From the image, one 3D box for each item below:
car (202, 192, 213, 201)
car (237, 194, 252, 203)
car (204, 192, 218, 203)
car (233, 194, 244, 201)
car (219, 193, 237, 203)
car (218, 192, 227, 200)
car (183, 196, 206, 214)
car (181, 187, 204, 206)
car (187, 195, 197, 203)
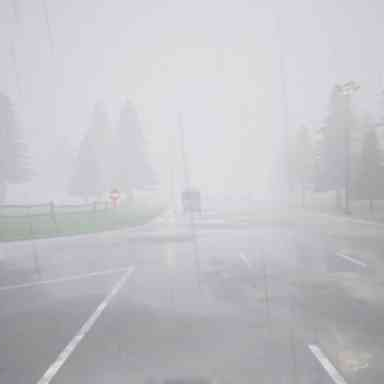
[{"bbox_3d":[3.508,0.932,75.565,2.150,2.045,5.566,0,0,0],"label":"car"},{"bbox_3d":[10.507,1.244,65.501,2.097,1.767,4.553,0,0,0],"label":"car"},{"bbox_3d":[3.507,1.244,65.502,2.097,1.767,4.553,0,0,0],"label":"car"},{"bbox_3d":[10.508,1.208,75.534,1.837,1.490,4.892,0,0,0],"label":"car"},{"bbox_3d":[7.007,1.385,65.115,2.128,1.511,4.902,0,0,0],"label":"car"},{"bbox_3d":[7.008,0.933,75.564,2.150,2.045,5.566,0,0,0],"label":"car"},{"bbox_3d":[0.003,1.434,34.495,2.128,1.511,4.902,0,0,0],"label":"car"},{"bbox_3d":[-0.060,0.183,33.815,1.882,1.535,5.008,-2,2,2],"label":"car"},{"bbox_3d":[0.007,1.417,65.532,1.812,1.442,4.674,0,0,0],"label":"car"}]
